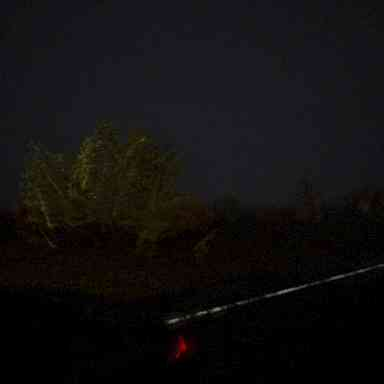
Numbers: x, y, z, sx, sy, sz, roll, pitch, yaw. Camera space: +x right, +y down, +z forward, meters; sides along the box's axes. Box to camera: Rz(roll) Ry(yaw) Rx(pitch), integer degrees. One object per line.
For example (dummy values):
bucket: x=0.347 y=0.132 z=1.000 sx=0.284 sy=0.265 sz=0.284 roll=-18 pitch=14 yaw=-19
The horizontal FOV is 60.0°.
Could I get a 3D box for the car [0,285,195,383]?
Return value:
car: x=-2.020 y=1.564 z=2.551 sx=4.181 sy=1.385 sz=1.994 roll=0 pitch=0 yaw=-36
